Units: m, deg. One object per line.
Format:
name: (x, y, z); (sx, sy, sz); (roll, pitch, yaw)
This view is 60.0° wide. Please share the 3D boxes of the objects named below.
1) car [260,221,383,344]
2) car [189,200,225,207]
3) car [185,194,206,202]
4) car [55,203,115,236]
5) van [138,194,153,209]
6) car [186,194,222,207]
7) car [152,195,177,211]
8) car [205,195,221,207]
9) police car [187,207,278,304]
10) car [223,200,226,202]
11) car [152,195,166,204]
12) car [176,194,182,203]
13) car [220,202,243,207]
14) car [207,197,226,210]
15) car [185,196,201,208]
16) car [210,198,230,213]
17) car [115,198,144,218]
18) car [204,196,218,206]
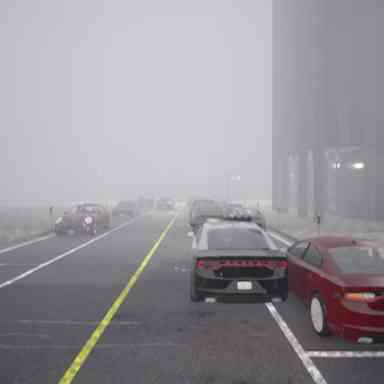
car: (2.778, 1.517, 6.448); (1.887, 1.381, 4.507); (0, 0, 0)
car: (0.891, 1.427, 18.189); (1.837, 1.490, 4.892); (0, 0, 0)
car: (0.762, 1.180, 64.737); (1.882, 1.535, 5.008); (0, 0, 32)
car: (-5.713, 1.363, 17.753); (1.967, 1.590, 4.097); (0, 0, 0)
van: (-5.643, 1.157, 40.316); (1.690, 1.788, 3.998); (0, 0, 0)
car: (0.821, 1.246, 24.159); (2.097, 1.767, 4.553); (0, 0, 0)
car: (-2.967, 1.336, 37.277); (1.837, 1.490, 4.892); (0, 0, 0)
car: (2.900, 1.228, 45.932); (1.967, 1.590, 4.097); (0, 0, 0)
police car: (0.911, 1.391, 8.299); (1.930, 1.638, 5.238); (0, 0, 0)
car: (2.830, 1.463, 23.370); (1.947, 1.339, 4.313); (0, 0, 0)
car: (-5.590, 1.280, 57.240); (2.008, 1.369, 4.403); (0, 0, 0)
car: (-2.814, 1.205, 61.097); (2.128, 1.511, 4.902); (0, 0, 0)
car: (2.813, 1.474, 17.729); (2.008, 1.369, 4.403); (0, 0, 0)
car: (2.883, 1.367, 40.292); (2.008, 1.369, 4.403); (0, 0, 0)
car: (0.169, 1.335, 45.847); (2.033, 1.411, 5.357); (0, 0, 1)
car: (2.866, 1.368, 34.821); (1.752, 1.417, 4.829); (0, 0, 0)
car: (-5.677, 1.437, 29.036); (1.947, 1.339, 4.313); (0, 0, 0)
car: (2.918, 1.309, 51.574); (2.008, 1.369, 4.403); (0, 0, 0)
